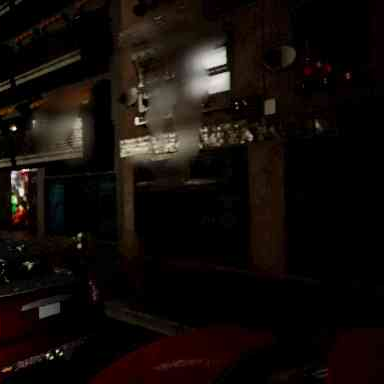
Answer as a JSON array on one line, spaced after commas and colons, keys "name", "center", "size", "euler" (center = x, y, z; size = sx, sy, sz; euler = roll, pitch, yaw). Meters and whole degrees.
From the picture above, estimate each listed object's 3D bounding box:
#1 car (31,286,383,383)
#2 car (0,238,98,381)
[{"name": "car", "center": [1.230, 1.545, 1.866], "size": [4.507, 1.381, 1.887], "euler": [0, -1, 36]}, {"name": "car", "center": [-3.267, 1.424, 5.086], "size": [4.097, 1.590, 1.967], "euler": [0, -1, 36]}]
